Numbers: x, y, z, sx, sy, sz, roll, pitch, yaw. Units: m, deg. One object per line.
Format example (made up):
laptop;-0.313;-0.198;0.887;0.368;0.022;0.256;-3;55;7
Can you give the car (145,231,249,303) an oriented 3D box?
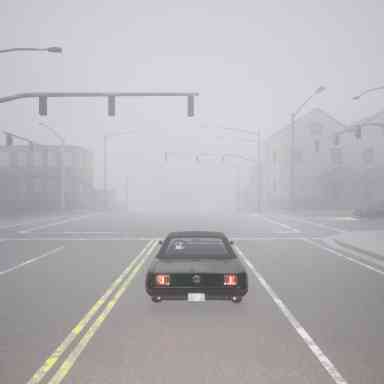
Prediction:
car;0.103;1.601;8.187;1.895;1.301;4.718;0;0;0

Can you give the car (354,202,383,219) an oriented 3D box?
car;16.029;1.564;28.152;4.181;1.385;1.994;0;0;0
